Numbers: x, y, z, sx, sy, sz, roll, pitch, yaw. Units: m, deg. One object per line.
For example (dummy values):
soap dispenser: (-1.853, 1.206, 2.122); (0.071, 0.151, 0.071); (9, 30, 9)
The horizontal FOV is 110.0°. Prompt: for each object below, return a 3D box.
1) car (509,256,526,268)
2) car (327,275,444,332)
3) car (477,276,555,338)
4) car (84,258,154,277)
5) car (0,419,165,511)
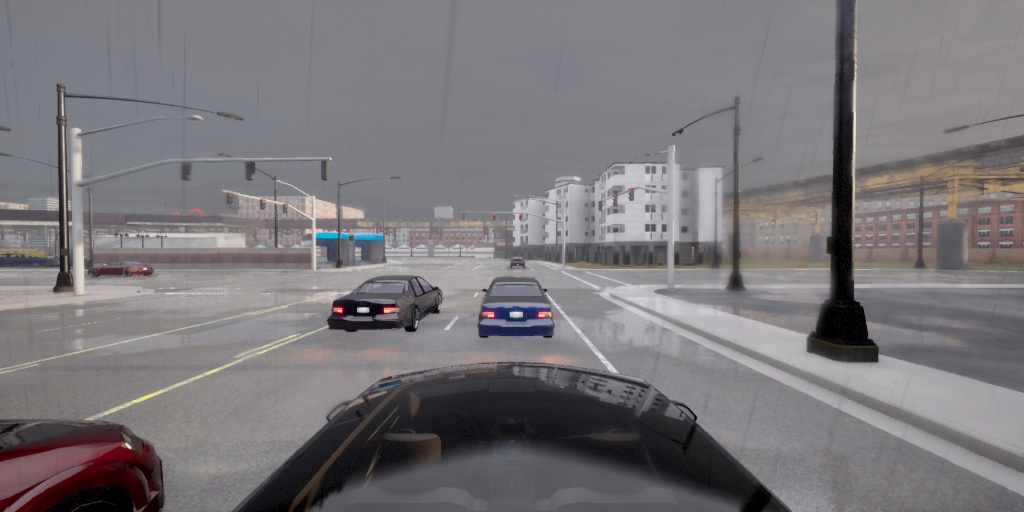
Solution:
car: (0.707, 0.771, 46.161); (1.837, 1.490, 4.892); (0, 1, 0)
car: (-3.406, 1.274, 10.716); (2.033, 1.411, 5.357); (0, 0, 0)
car: (0.090, 1.279, 10.114); (2.033, 1.411, 5.357); (0, 0, 0)
car: (-33.738, 1.084, 30.963); (4.181, 1.385, 1.994); (0, 1, -1)
car: (-3.395, 1.314, 0.719); (1.994, 1.385, 4.181); (0, 0, 0)
